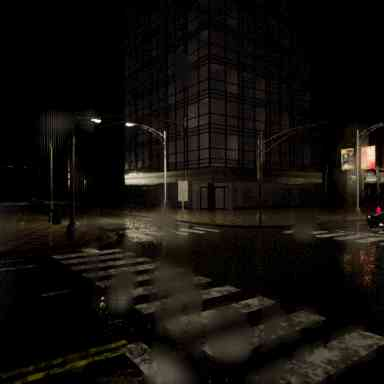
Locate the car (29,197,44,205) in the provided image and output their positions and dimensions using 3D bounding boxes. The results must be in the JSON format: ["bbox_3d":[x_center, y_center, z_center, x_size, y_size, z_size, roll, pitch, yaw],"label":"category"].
[{"bbox_3d":[-28.700,1.690,61.445,2.033,1.411,5.357,0,0,-36],"label":"car"}]

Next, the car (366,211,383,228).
[{"bbox_3d":[12.934,1.605,20.803,4.718,1.301,1.895,0,0,-35],"label":"car"}]
